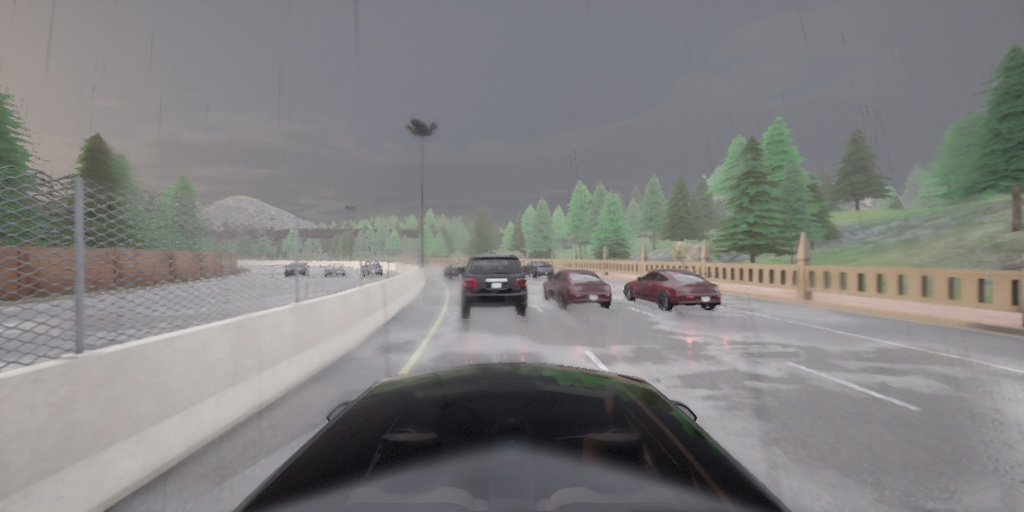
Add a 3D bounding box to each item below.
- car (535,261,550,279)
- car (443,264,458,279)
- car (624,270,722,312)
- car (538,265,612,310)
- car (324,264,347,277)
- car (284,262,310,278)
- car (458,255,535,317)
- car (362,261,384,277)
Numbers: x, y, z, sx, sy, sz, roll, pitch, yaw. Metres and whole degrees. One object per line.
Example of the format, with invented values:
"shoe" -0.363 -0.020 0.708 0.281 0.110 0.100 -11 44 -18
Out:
"car" 2.253 1.235 32.430 2.128 1.511 4.902 0 0 -16
"car" -5.055 1.374 32.521 1.895 1.301 4.718 0 0 -18
"car" 6.107 1.251 14.099 1.812 1.442 4.674 0 0 -7
"car" 2.530 1.266 14.596 1.812 1.442 4.674 0 0 -7
"car" -17.865 1.428 36.363 1.895 1.301 4.718 0 0 -23
"car" -21.700 1.348 36.378 1.837 1.490 4.892 0 0 -24
"car" -0.787 0.976 13.382 2.150 2.045 5.566 0 0 -7
"car" -14.036 1.303 36.141 2.128 1.511 4.902 0 0 -23
